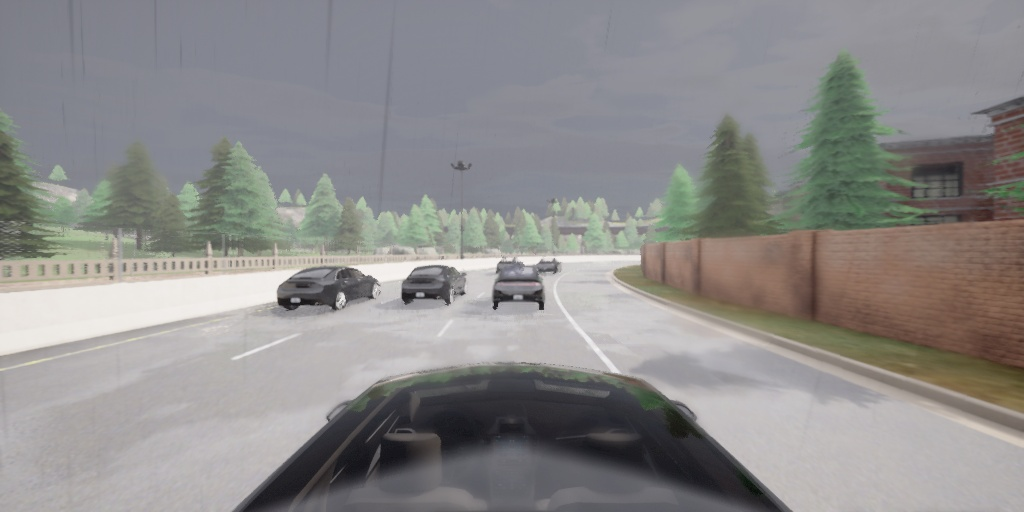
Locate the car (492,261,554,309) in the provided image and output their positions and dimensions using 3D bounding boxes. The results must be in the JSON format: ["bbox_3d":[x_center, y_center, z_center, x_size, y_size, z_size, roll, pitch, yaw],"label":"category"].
[{"bbox_3d":[0.317,1.106,14.034,2.128,1.511,4.902,0,1,3],"label":"car"}]

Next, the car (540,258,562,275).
[{"bbox_3d":[3.559,0.889,33.647,2.128,1.511,4.902,0,1,15],"label":"car"}]

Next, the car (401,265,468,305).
[{"bbox_3d":[-3.112,1.109,15.160,1.837,1.490,4.892,0,1,4],"label":"car"}]

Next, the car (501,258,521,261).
[{"bbox_3d":[-0.047,0.891,33.682,2.128,1.511,4.902,0,1,15],"label":"car"}]

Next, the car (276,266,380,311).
[{"bbox_3d":[-6.708,1.128,13.689,1.837,1.490,4.892,0,1,2],"label":"car"}]
